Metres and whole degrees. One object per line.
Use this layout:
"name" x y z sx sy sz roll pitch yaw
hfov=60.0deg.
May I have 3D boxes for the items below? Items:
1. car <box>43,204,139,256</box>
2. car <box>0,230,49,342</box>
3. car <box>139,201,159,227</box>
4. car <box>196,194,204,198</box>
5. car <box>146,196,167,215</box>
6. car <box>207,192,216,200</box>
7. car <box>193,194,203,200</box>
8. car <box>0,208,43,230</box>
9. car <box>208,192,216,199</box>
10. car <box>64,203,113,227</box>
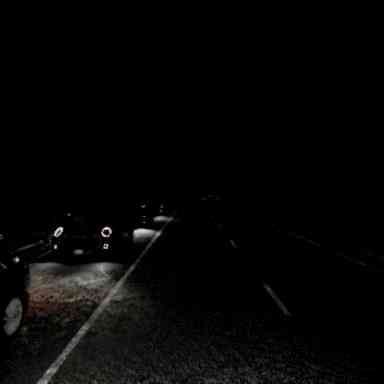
"car" -3.589 1.311 12.802 2.097 1.767 4.553 0 0 0
"car" -3.595 1.493 3.646 1.837 1.490 4.892 0 0 0
"car" -3.572 1.494 21.749 1.994 1.385 4.181 0 0 0
"car" 2.206 1.129 94.063 1.895 1.301 4.718 0 0 6
"car" -3.547 1.250 31.702 2.097 1.767 4.553 0 0 1
"car" 4.904 1.223 83.922 1.837 1.490 4.892 0 0 4
"car" 1.380 1.262 83.709 2.033 1.411 5.357 0 0 4
"car" -7.089 1.436 13.053 1.882 1.535 5.008 0 0 0
"car" 5.724 0.908 94.089 2.097 1.767 4.553 0 0 6
"car" -7.060 1.526 23.273 1.895 1.301 4.718 0 0 0
